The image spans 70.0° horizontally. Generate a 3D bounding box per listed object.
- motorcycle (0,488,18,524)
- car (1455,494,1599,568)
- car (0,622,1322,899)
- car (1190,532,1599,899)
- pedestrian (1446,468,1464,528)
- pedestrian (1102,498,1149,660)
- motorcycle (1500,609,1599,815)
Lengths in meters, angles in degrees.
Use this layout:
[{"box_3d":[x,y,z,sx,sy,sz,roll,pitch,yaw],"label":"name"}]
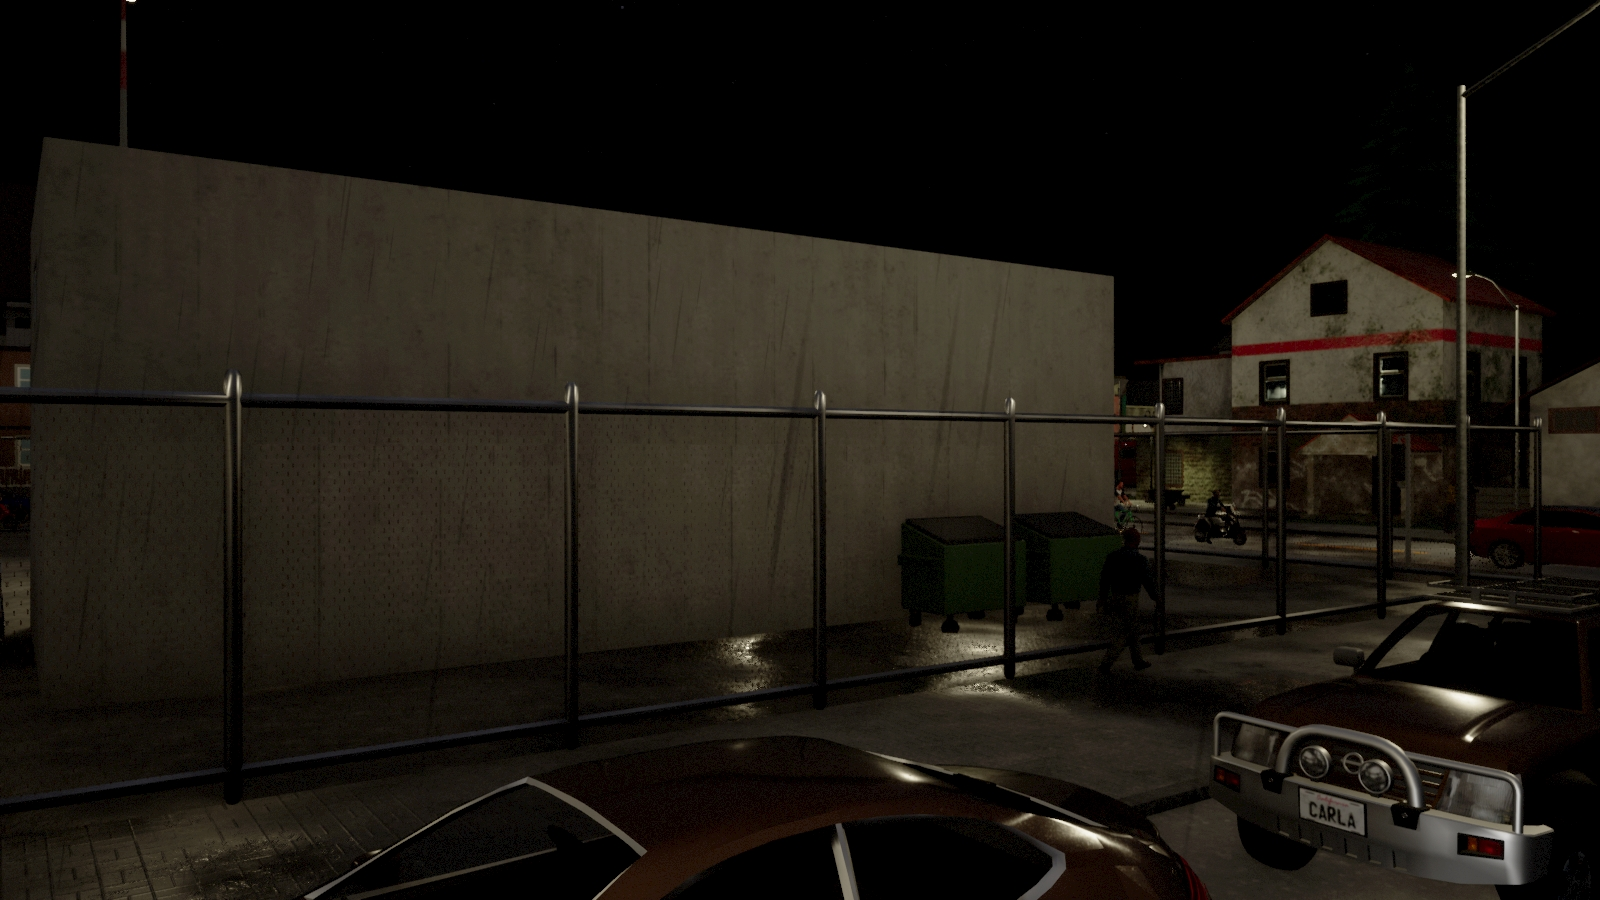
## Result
[{"box_3d":[-28.399,1.962,39.881,1.805,1.236,0.856,0,0,-35],"label":"motorcycle"},{"box_3d":[17.982,1.831,25.962,2.231,1.480,4.892,0,0,-35],"label":"car"},{"box_3d":[-0.619,1.771,3.955,5.027,1.651,2.152,0,0,-35],"label":"car"},{"box_3d":[4.948,1.640,7.839,4.605,1.855,1.932,0,0,-35],"label":"car"},{"box_3d":[20.745,1.510,36.162,0.375,1.860,0.375,0,0,-35],"label":"pedestrian"},{"box_3d":[3.869,1.513,13.579,0.375,1.860,0.375,0,0,-35],"label":"pedestrian"},{"box_3d":[6.256,1.958,8.768,1.805,1.236,0.856,0,0,-35],"label":"motorcycle"}]
